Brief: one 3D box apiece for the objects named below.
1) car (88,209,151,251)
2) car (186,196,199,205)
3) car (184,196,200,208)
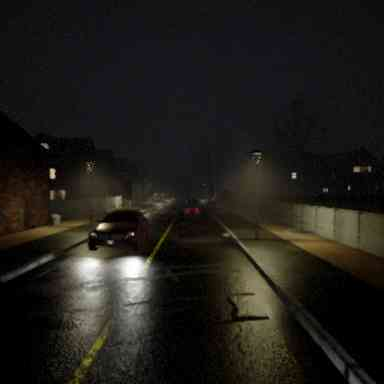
[{"bbox_3d":[-2.833,1.474,13.876,1.812,1.442,4.674,0,0,0],"label":"car"},{"bbox_3d":[0.003,1.352,54.605,2.033,1.411,5.357,0,0,0],"label":"car"},{"bbox_3d":[0.002,1.330,44.211,2.128,1.511,4.902,0,0,0],"label":"car"}]
